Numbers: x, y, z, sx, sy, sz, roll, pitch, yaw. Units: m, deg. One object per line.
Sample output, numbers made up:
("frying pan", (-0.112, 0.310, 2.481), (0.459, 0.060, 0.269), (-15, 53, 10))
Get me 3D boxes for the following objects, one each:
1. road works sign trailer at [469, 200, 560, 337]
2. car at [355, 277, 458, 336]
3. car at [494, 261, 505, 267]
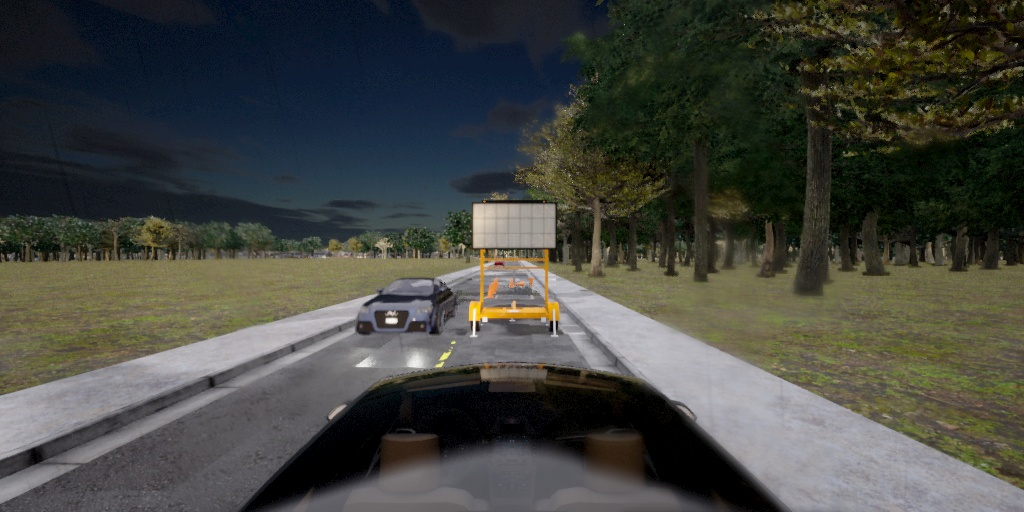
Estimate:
("road works sign trailer", (0.067, 0.214, 10.256), (2.380, 3.560, 2.880), (0, 0, 0))
("car", (-2.783, 1.314, 10.303), (1.994, 1.385, 4.181), (0, 0, 0))
("car", (-2.303, 1.351, 65.327), (1.895, 1.301, 4.718), (0, 0, 0))
